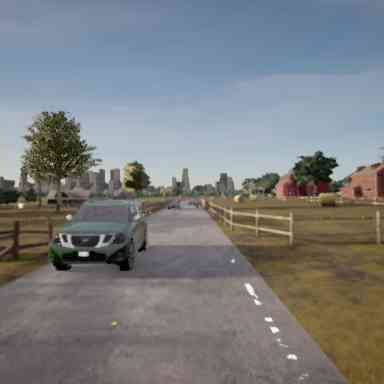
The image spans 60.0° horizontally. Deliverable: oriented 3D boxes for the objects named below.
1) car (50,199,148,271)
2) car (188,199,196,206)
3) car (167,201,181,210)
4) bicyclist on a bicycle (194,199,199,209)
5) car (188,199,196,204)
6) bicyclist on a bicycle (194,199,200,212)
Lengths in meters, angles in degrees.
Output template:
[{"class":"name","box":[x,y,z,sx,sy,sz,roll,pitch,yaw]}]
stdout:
[{"class":"car","box":[-2.850,1.302,11.529,2.150,2.045,5.566,0,0,0]},{"class":"car","box":[0.002,2.437,76.234,2.033,1.411,5.357,0,-1,0]},{"class":"car","box":[-2.815,2.101,52.570,1.994,1.385,4.181,0,-1,0]},{"class":"bicyclist on a bicycle","box":[0.748,2.013,55.143,0.866,1.612,1.509,0,-1,0]},{"class":"car","box":[0.002,2.613,89.167,1.994,1.385,4.181,0,-1,0]},{"class":"bicyclist on a bicycle","box":[0.757,1.876,44.594,0.582,1.620,1.656,0,-1,0]}]
